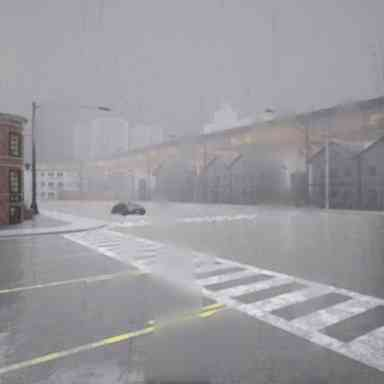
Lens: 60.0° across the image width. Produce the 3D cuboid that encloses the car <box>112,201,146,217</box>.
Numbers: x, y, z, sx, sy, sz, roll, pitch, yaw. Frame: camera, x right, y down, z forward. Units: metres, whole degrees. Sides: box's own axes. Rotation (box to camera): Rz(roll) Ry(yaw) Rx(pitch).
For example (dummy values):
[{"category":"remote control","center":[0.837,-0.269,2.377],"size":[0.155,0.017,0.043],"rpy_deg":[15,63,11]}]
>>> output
[{"category":"car","center":[-5.964,1.528,31.180],"size":[1.994,1.385,4.181],"rpy_deg":[0,0,-35]}]
